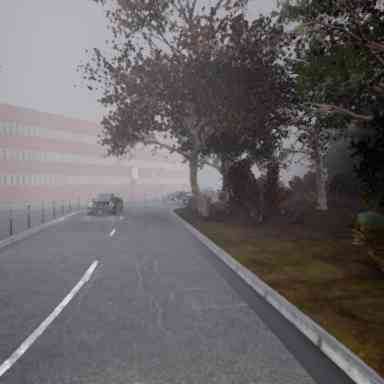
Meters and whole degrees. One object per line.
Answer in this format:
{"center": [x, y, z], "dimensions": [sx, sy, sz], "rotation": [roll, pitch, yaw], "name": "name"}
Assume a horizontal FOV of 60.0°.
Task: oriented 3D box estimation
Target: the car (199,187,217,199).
{"center": [1.256, 0.199, 56.829], "dimensions": [5.566, 2.045, 2.435], "rotation": [1, 1, 30], "name": "car"}

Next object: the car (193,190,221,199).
{"center": [2.672, 0.440, 59.278], "dimensions": [4.674, 1.452, 2.002], "rotation": [1, 1, 30], "name": "car"}

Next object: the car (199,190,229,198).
{"center": [4.065, 0.349, 61.738], "dimensions": [5.008, 1.535, 2.097], "rotation": [1, 1, 30], "name": "car"}

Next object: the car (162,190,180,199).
{"center": [-2.007, 0.470, 42.076], "dimensions": [1.837, 1.490, 4.892], "rotation": [1, 1, 30], "name": "car"}

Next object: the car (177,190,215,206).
{"center": [0.609, 0.798, 39.936], "dimensions": [1.837, 1.490, 4.892], "rotation": [1, 1, 29], "name": "car"}

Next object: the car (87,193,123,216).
{"center": [-6.790, 0.871, 26.366], "dimensions": [2.097, 1.767, 4.553], "rotation": [0, 1, -3], "name": "car"}
